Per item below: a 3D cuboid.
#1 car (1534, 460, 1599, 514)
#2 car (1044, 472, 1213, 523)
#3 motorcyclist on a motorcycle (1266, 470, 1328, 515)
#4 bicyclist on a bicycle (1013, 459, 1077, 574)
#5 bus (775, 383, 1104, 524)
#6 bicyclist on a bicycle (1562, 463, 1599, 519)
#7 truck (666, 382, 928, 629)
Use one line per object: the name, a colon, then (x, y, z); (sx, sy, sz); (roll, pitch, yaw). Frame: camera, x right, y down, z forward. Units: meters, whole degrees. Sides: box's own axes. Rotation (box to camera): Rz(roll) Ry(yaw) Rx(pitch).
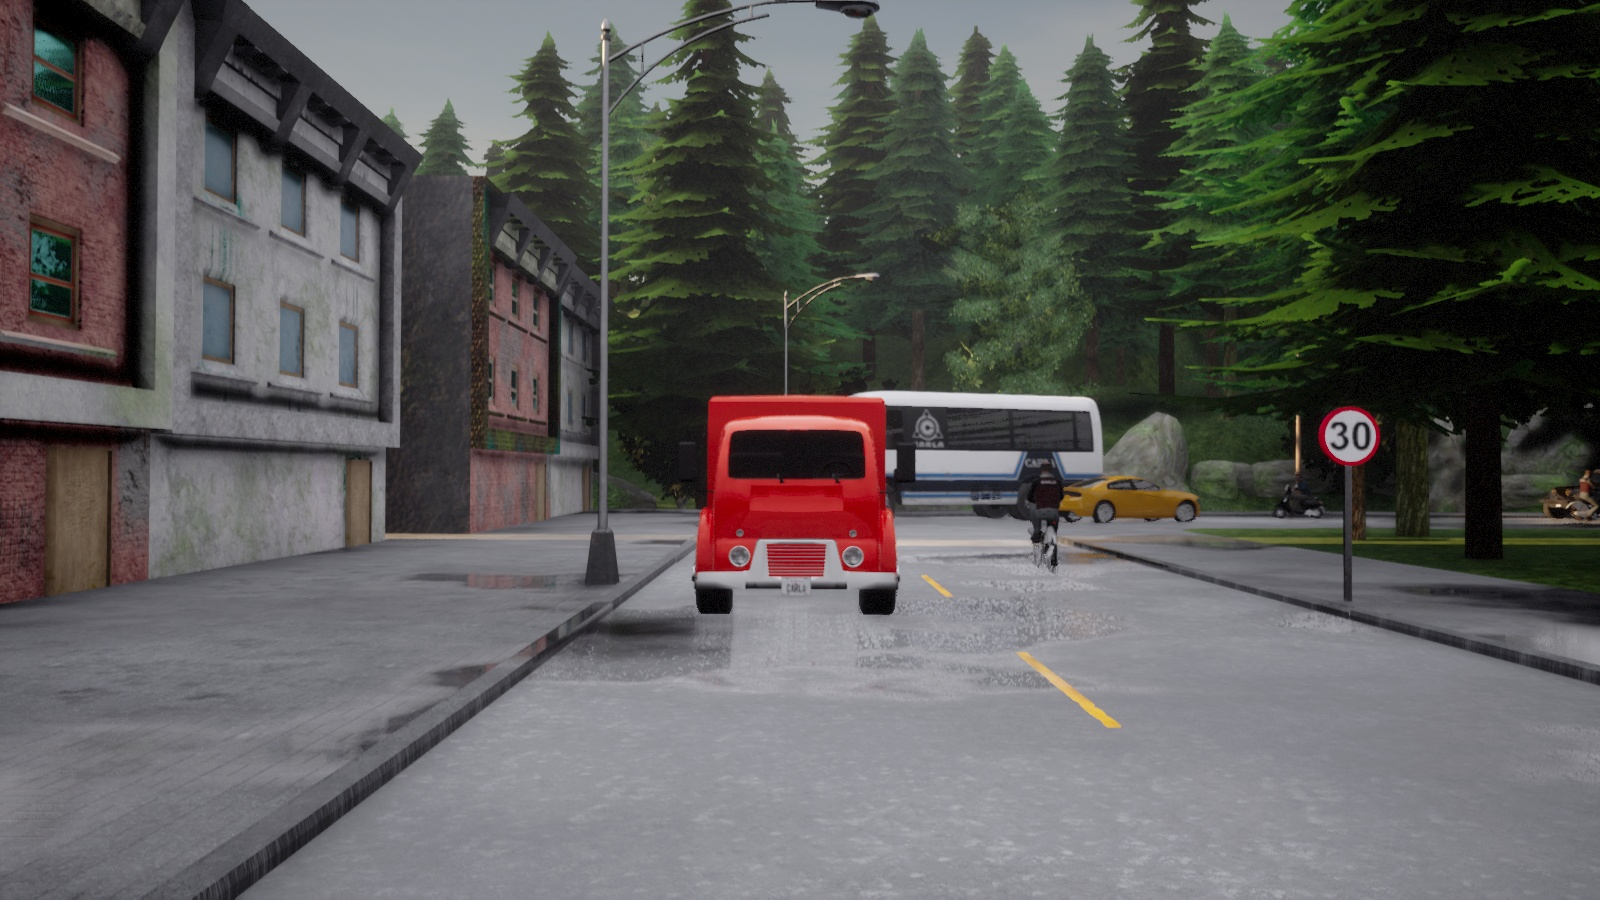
car: (28.442, 1.293, 44.405); (3.866, 1.878, 1.905); (0, -1, 0)
car: (10.454, 1.468, 39.921); (5.008, 1.535, 1.882); (0, -1, -20)
motorcyclist on a motorcycle: (17.538, 1.493, 44.310); (1.817, 1.590, 0.866); (0, -1, 0)
bicyclist on a bicycle: (3.948, 1.036, 20.372); (0.659, 1.776, 1.843); (0, -1, 0)
bus: (4.671, 0.173, 41.890); (10.273, 4.253, 3.944); (0, -2, -24)
bicyclist on a bicycle: (25.649, 1.307, 40.378); (1.843, 1.776, 0.659); (0, -1, -1)
truck: (-0.041, 0.603, 15.236); (2.627, 2.467, 5.204); (0, -1, 0)
